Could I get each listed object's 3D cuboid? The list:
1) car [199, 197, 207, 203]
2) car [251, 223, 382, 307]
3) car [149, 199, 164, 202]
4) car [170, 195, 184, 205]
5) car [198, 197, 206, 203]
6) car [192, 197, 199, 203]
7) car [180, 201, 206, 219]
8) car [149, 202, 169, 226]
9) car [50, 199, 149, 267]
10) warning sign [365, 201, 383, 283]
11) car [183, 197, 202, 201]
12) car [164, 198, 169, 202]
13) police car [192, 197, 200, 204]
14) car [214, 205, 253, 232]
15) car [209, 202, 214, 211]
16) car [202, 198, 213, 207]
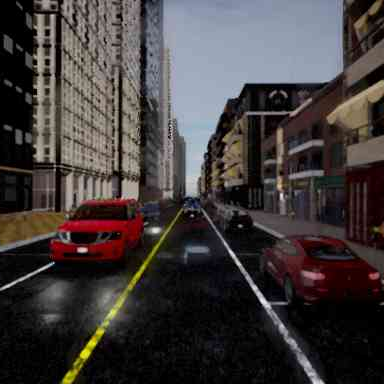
[{"bbox_3d":[2.737,2.073,83.050,1.752,1.417,4.829,0,0,0],"label":"car"},{"bbox_3d":[2.746,1.632,7.831,1.802,1.307,4.206,0,0,0],"label":"car"},{"bbox_3d":[-5.662,1.864,48.994,2.008,1.369,4.403,0,0,0],"label":"car"},{"bbox_3d":[-2.961,1.648,72.097,2.150,2.045,5.566,0,0,0],"label":"car"},{"bbox_3d":[2.740,2.153,88.529,1.947,1.339,4.313,0,0,0],"label":"car"},{"bbox_3d":[0.836,2.061,87.946,1.882,1.535,5.008,0,0,0],"label":"car"},{"bbox_3d":[0.026,1.800,31.449,1.895,1.301,4.718,0,0,0],"label":"car"},{"bbox_3d":[-3.063,1.706,25.136,2.033,1.411,5.357,0,0,0],"label":"car"},{"bbox_3d":[-3.088,1.299,12.104,2.150,2.045,5.566,0,0,0],"label":"car"},{"bbox_3d":[5.069,1.166,7.947,1.300,1.860,1.060,0,0,0],"label":"warning sign"},{"bbox_3d":[0.083,1.775,46.613,1.882,1.535,5.008,0,0,0],"label":"car"},{"bbox_3d":[-5.656,1.934,60.292,1.887,1.381,4.507,0,0,0],"label":"car"},{"bbox_3d":[0.943,1.938,78.055,1.930,1.638,5.238,0,0,0],"label":"police car"},{"bbox_3d":[2.702,1.682,20.748,2.008,1.369,4.403,0,0,0],"label":"car"},{"bbox_3d":[2.706,1.718,26.396,2.008,1.369,4.403,0,0,0],"label":"car"},{"bbox_3d":[2.721,1.934,54.638,1.802,1.307,4.206,0,0,0],"label":"car"}]
